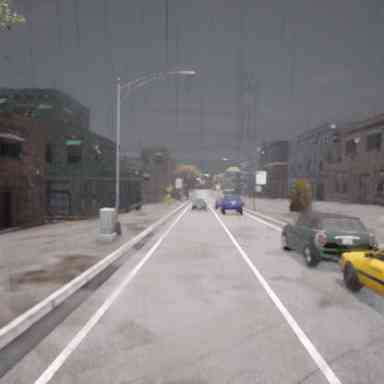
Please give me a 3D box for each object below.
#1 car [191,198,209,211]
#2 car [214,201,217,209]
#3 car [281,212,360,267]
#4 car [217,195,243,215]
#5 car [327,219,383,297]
[{"bbox_3d":[0.935,1.563,41.420,1.837,1.490,4.892,1,0,1],"label":"car"},{"bbox_3d":[4.218,1.663,47.162,1.812,1.442,4.674,1,0,2],"label":"car"},{"bbox_3d":[4.757,1.519,12.187,2.097,1.767,4.553,1,0,1],"label":"car"},{"bbox_3d":[4.356,1.358,37.067,2.150,2.045,5.566,1,-1,2],"label":"car"},{"bbox_3d":[4.615,1.604,6.404,1.801,1.575,5.366,1,0,1],"label":"car"}]
